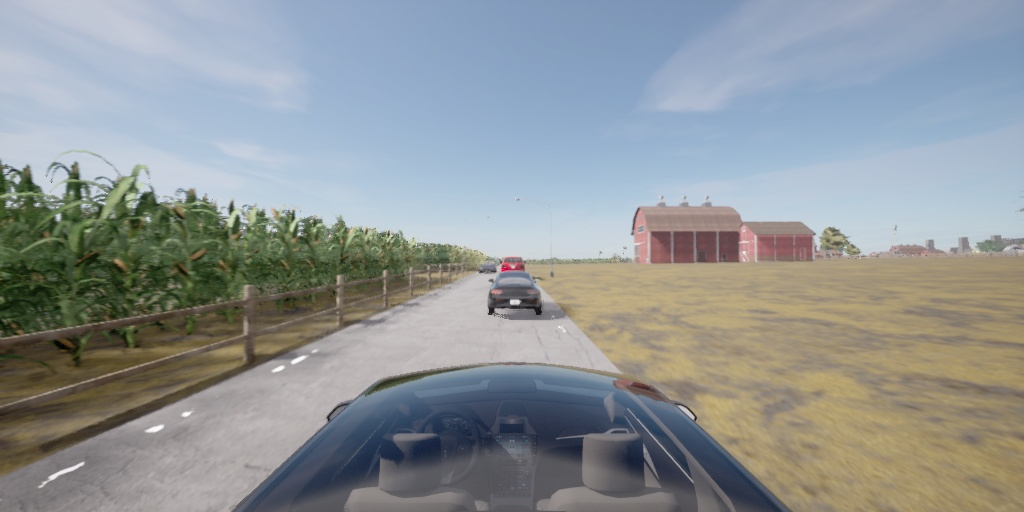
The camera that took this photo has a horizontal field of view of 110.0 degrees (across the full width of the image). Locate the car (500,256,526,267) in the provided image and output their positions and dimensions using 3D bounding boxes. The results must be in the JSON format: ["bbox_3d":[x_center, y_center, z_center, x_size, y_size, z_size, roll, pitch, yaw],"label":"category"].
[{"bbox_3d":[0.096,1.054,33.190,2.150,2.045,5.566,0,0,0],"label":"car"}]

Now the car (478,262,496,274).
[{"bbox_3d":[-2.841,1.437,42.603,1.994,1.385,4.181,0,0,0],"label":"car"}]

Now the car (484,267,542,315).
[{"bbox_3d":[0.084,1.295,13.627,1.812,1.442,4.674,0,0,0],"label":"car"}]
